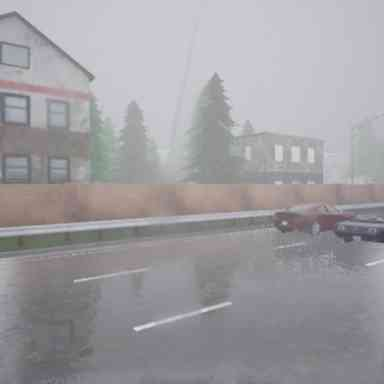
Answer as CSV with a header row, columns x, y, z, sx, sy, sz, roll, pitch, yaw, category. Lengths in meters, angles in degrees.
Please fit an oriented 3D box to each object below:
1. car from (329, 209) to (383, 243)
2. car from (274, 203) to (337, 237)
x,y,z,sx,sy,sz,roll,pitch,yaw,category
7.994,1.408,13.741,4.718,1.301,1.895,-1,1,-35,car
6.289,1.279,16.823,5.008,1.535,1.882,-1,0,-35,car
